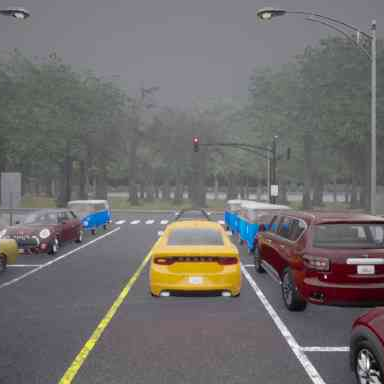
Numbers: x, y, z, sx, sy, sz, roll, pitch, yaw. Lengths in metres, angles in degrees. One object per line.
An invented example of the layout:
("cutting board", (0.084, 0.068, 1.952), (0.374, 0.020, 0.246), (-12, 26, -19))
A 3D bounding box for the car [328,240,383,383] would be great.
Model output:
("car", (2.760, 1.440, 2.223), (1.967, 1.590, 4.097), (0, 0, 0))

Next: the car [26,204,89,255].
("car", (-5.773, 1.441, 13.092), (1.967, 1.590, 4.097), (0, 0, 0))

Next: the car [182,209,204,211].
("car", (0.046, 1.566, 17.538), (1.994, 1.385, 4.181), (0, 0, 0))

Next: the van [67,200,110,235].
("van", (-5.778, 1.343, 18.530), (1.690, 1.788, 3.998), (0, 0, 0))

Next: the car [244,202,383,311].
("car", (2.756, 1.315, 7.661), (2.192, 1.841, 5.009), (0, 0, 0))

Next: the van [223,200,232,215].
("van", (2.747, 1.343, 18.536), (1.690, 1.788, 3.998), (0, 0, 0))

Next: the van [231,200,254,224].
("van", (2.752, 1.342, 13.098), (1.690, 1.788, 3.998), (0, 0, 0))

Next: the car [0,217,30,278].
("car", (-5.769, 1.526, 7.484), (1.752, 1.417, 4.829), (0, 0, 0))

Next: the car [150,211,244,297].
("car", (0.080, 1.478, 8.616), (1.882, 1.535, 5.008), (0, 0, 0))
